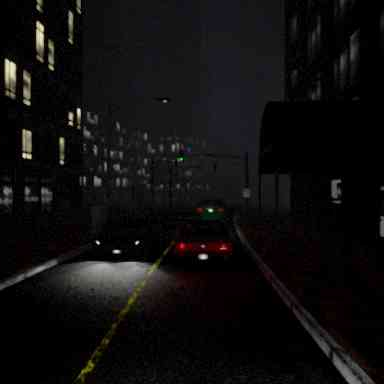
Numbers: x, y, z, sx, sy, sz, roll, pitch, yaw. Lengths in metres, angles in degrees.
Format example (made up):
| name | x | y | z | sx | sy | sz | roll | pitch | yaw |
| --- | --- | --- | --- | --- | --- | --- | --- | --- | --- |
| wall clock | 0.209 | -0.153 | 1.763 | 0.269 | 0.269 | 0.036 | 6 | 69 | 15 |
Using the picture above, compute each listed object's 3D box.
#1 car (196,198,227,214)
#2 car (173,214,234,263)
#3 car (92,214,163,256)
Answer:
| name | x | y | z | sx | sy | sz | roll | pitch | yaw |
| --- | --- | --- | --- | --- | --- | --- | --- | --- | --- |
| car | 1.551 | 1.447 | 26.178 | 2.150 | 2.045 | 5.566 | 0 | -1 | 5 |
| car | 0.461 | 1.702 | 12.355 | 1.895 | 1.301 | 4.718 | 0 | 0 | 3 |
| car | -2.407 | 1.660 | 13.918 | 2.033 | 1.411 | 5.357 | 0 | 0 | 3 |
